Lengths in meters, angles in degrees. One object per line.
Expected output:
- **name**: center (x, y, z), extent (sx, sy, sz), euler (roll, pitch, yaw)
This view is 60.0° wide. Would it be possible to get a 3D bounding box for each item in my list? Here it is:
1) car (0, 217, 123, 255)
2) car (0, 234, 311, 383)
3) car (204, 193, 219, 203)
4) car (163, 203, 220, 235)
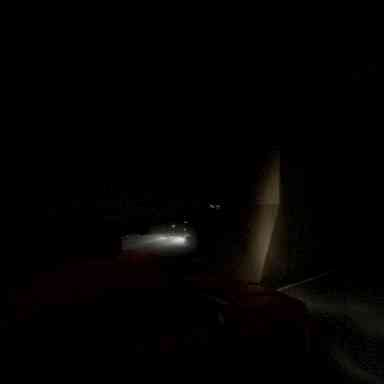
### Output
- **car**: center (-4.424, 1.523, 9.674), extent (4.892, 1.490, 1.837), euler (0, 0, -39)
- **car**: center (-0.809, 1.481, 3.399), extent (5.008, 1.535, 1.882), euler (0, 0, -37)
- **car**: center (3.476, 1.459, 59.573), extent (2.128, 1.511, 4.902), euler (0, 0, -13)
- **car**: center (0.304, 1.558, 18.669), extent (1.994, 1.385, 4.181), euler (0, 0, 39)
